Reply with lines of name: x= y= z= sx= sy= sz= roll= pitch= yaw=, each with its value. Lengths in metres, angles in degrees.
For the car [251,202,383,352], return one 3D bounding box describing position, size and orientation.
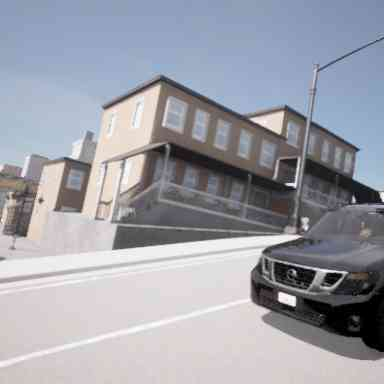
car: x=3.674 y=1.250 z=6.531 sx=5.566 sy=2.045 sz=2.150 roll=0 pitch=0 yaw=-35
